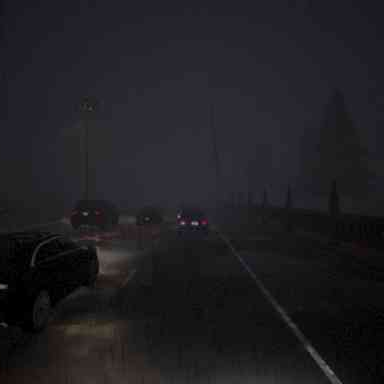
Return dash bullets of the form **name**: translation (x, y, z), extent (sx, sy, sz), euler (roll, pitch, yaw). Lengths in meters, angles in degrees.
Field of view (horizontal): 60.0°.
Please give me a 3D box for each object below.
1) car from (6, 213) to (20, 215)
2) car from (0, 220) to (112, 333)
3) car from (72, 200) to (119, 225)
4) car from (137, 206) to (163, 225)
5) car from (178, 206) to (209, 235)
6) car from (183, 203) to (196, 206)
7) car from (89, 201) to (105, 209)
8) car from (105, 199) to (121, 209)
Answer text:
- **car**: translation (-21.446, 1.883, 37.854), extent (2.097, 1.767, 4.553), euler (0, -1, -2)
- **car**: translation (-3.400, 1.591, 6.947), extent (2.128, 1.511, 4.902), euler (0, -1, 0)
- **car**: translation (-6.942, 1.564, 24.281), extent (2.150, 2.045, 5.566), euler (0, -1, -1)
- **car**: translation (-3.505, 1.919, 27.967), extent (1.812, 1.442, 4.674), euler (0, -1, -1)
- **car**: translation (0.087, 1.846, 21.157), extent (2.033, 1.411, 5.357), euler (0, -1, 0)
- **car**: translation (-0.327, 2.038, 39.923), extent (1.882, 1.535, 5.008), euler (0, -1, -2)
- **car**: translation (-18.548, 2.472, 65.239), extent (1.994, 1.385, 4.181), euler (0, -1, -1)
- **car**: translation (-15.018, 2.246, 63.601), extent (2.097, 1.767, 4.553), euler (0, -1, -1)
